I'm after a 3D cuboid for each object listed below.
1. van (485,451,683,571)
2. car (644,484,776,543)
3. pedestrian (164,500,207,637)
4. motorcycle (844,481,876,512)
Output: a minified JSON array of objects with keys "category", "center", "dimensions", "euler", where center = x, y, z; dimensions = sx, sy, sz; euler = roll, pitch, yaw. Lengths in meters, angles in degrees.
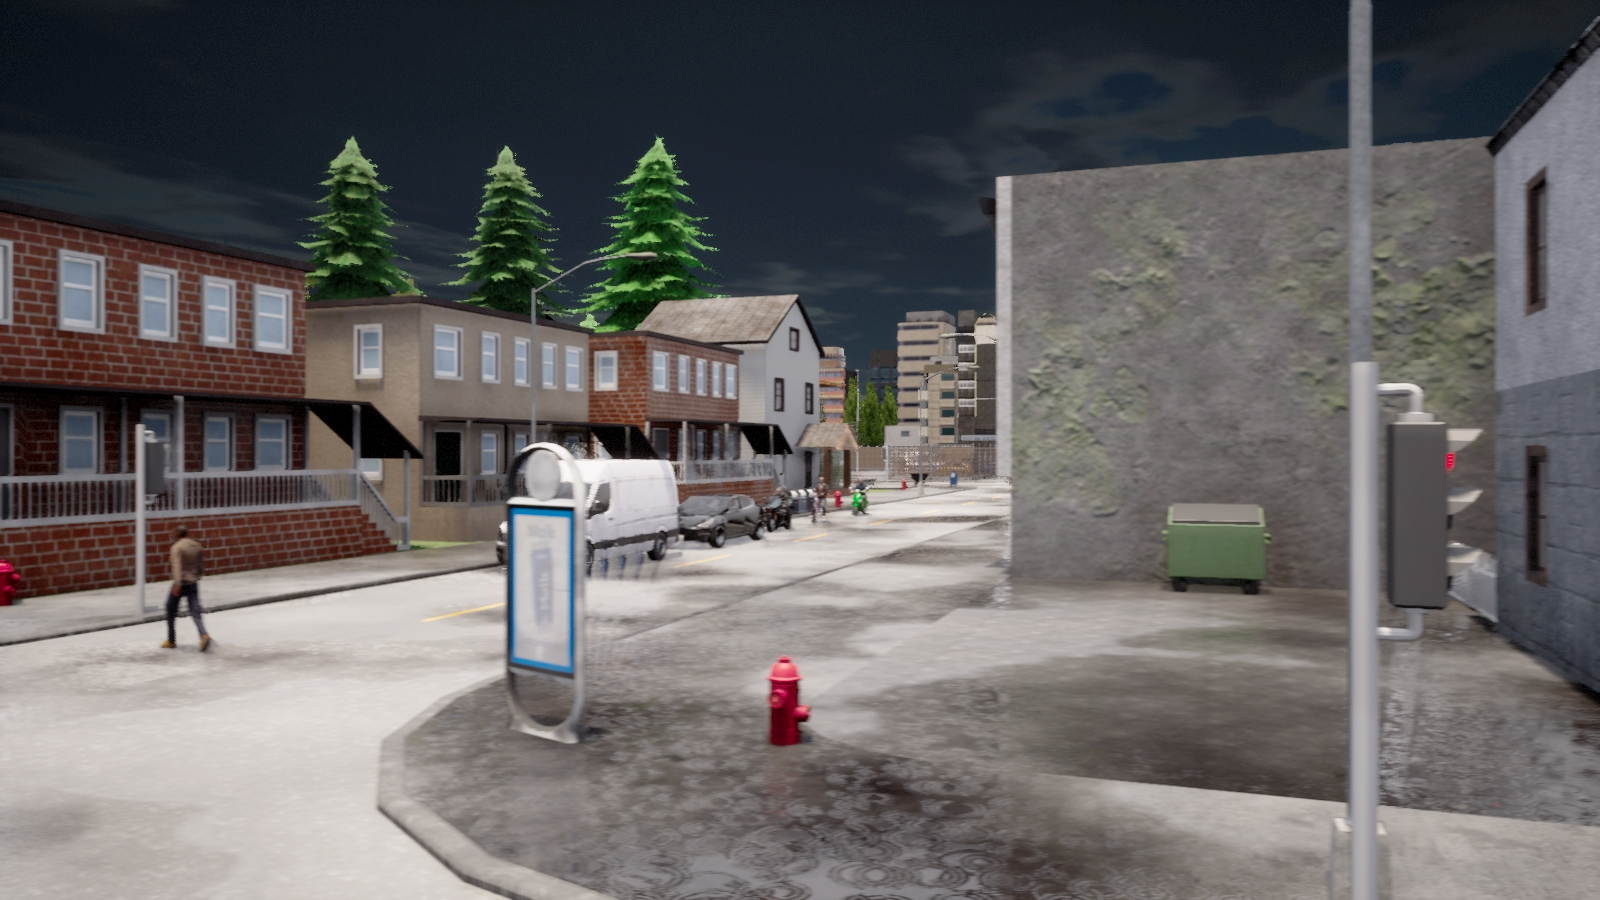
[{"category":"van","center":[-5.024,1.314,27.702],"dimensions":[1.988,2.561,5.915],"euler":[0,0,20]},{"category":"car","center":[-2.588,1.842,34.380],"dimensions":[2.163,1.488,4.792],"euler":[0,0,20]},{"category":"pedestrian","center":[-8.525,1.628,15.849],"dimensions":[0.375,1.860,0.375],"euler":[0,0,26]},{"category":"motorcycle","center":[2.572,1.961,48.560],"dimensions":[0.856,1.236,1.805],"euler":[0,0,20]}]
